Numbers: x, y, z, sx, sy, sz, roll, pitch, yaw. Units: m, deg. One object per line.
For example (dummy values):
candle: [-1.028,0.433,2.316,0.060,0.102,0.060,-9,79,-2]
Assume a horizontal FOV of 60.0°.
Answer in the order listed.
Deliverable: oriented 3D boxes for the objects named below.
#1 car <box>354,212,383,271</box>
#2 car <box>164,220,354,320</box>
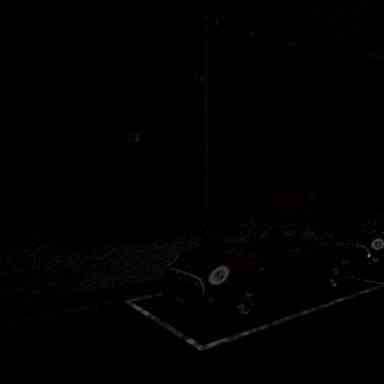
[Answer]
car: [5.881,1.388,10.391,4.097,1.590,1.967,0,0,-36]
car: [1.397,1.414,7.188,4.097,1.590,1.967,0,0,-36]
